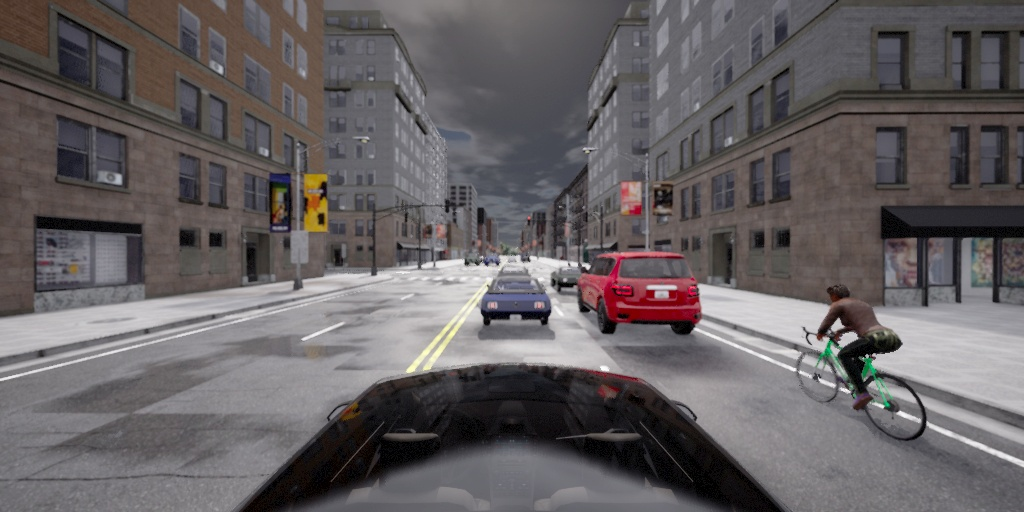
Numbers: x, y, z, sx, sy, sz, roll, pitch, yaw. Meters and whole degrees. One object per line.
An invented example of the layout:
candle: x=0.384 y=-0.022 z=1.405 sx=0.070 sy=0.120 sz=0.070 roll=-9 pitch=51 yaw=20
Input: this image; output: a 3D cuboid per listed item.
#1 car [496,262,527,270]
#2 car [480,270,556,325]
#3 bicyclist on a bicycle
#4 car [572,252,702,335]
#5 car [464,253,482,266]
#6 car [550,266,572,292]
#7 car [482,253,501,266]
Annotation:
car: x=0.107 y=1.214 z=21.491 sx=1.895 sy=1.301 sz=4.718 roll=0 pitch=0 yaw=0
car: x=0.104 y=1.283 z=11.443 sx=1.895 sy=1.301 sz=4.718 roll=0 pitch=0 yaw=0
bicyclist on a bicycle: x=4.147 y=1.184 z=4.404 sx=0.582 sy=1.620 sz=1.656 roll=0 pitch=0 yaw=0
car: x=3.328 y=0.910 z=10.469 sx=2.150 sy=2.045 sz=5.566 roll=0 pitch=0 yaw=2
car: x=-6.552 y=0.582 z=59.167 sx=2.150 sy=2.045 sz=5.566 roll=0 pitch=0 yaw=0
car: x=3.257 y=1.223 z=20.240 sx=1.895 sy=1.301 sz=4.718 roll=0 pitch=0 yaw=0
car: x=-3.301 y=0.583 z=59.158 sx=2.150 sy=2.045 sz=5.566 roll=0 pitch=0 yaw=0
